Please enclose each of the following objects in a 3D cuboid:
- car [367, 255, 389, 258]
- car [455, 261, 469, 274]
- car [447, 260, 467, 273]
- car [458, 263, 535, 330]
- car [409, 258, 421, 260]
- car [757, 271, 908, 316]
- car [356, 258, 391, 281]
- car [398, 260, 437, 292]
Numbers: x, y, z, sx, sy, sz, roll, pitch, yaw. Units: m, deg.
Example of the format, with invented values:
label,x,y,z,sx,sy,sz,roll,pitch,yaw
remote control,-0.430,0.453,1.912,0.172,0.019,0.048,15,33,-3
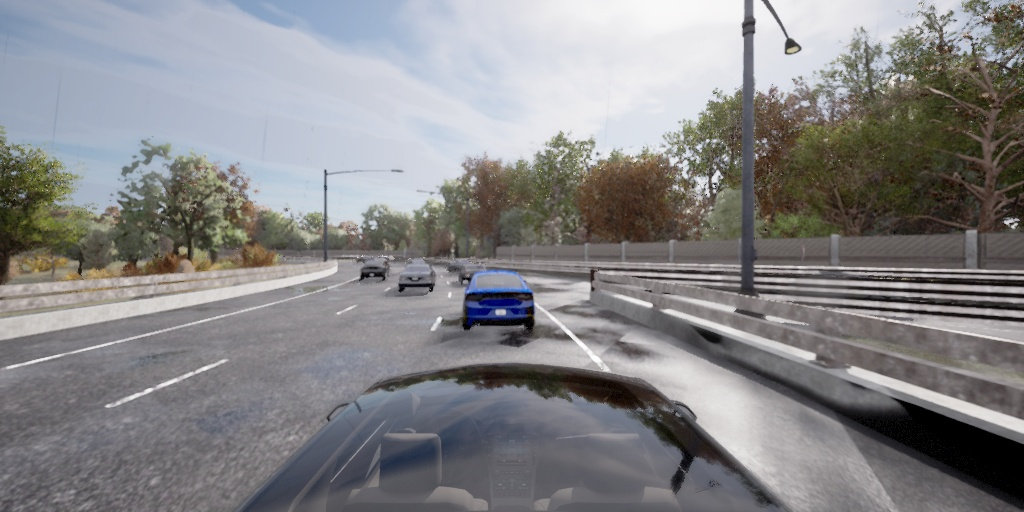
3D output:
label,x,y,z,sx,sy,sz,roll,pitch,yaw
car,-16.942,0.970,45.372,1.882,1.535,5.008,0,0,-24
car,-2.616,1.215,24.406,1.895,1.301,4.718,0,0,-12
car,-5.281,1.103,37.082,1.994,1.385,4.181,0,0,-27
car,-0.505,1.172,11.037,1.882,1.535,5.008,0,1,-5
car,-10.099,1.082,38.043,2.033,1.411,5.357,0,0,-20
car,11.565,1.265,13.283,1.994,1.385,4.181,0,0,-43
car,-10.684,1.099,28.075,1.837,1.490,4.892,0,0,-15
car,-5.339,1.183,20.528,2.033,1.411,5.357,0,0,-10
